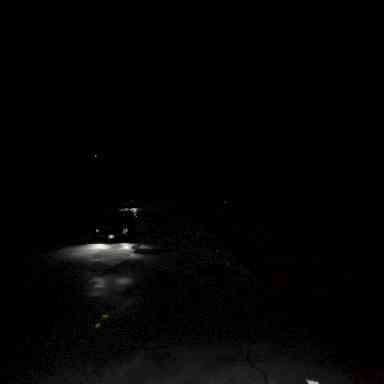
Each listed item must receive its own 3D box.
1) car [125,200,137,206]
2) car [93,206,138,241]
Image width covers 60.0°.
[{"bbox_3d":[-10.919,2.173,59.661,1.812,1.442,4.674,0,-1,-11],"label":"car"},{"bbox_3d":[-4.008,1.738,18.224,2.033,1.411,5.357,0,-1,-5],"label":"car"}]
